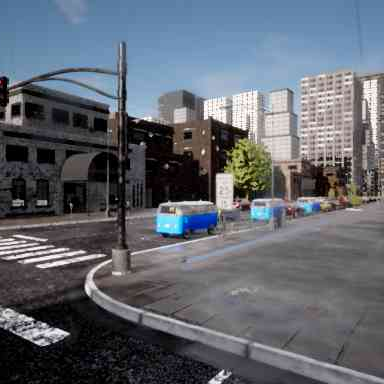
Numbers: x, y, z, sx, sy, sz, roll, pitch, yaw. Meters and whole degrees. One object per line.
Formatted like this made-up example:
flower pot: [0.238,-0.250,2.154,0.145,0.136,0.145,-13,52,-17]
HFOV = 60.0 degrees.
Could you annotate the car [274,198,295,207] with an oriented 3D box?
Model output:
car: [15.161,1.665,54.144,1.887,1.381,4.507,0,0,35]

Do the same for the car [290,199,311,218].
car: [9.355,1.655,31.227,1.887,1.381,4.507,0,0,35]

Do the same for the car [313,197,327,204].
car: [27.726,1.728,72.101,1.752,1.417,4.829,0,0,35]

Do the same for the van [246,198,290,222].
van: [6.190,1.436,26.704,1.690,1.788,3.998,0,0,35]

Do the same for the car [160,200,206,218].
car: [-0.764,1.558,31.383,1.752,1.417,4.829,0,0,35]

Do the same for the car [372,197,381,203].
car: [44.177,1.899,80.995,1.947,1.339,4.313,0,0,35]

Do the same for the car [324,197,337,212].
car: [15.784,1.671,40.416,1.752,1.417,4.829,0,0,35]

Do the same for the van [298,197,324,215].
van: [12.522,1.469,35.752,1.690,1.788,3.998,0,0,35]

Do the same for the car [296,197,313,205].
car: [21.493,1.705,63.192,1.887,1.381,4.507,0,0,35]

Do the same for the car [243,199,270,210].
car: [8.830,1.629,45.096,1.887,1.381,4.507,0,0,35]

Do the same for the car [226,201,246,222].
car: [1.703,1.612,24.783,2.033,1.411,5.357,1,0,35]

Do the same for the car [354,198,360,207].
car: [25.185,1.516,53.850,2.192,1.841,5.009,0,0,35]

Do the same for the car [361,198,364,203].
car: [28.446,1.748,58.513,1.752,1.417,4.829,0,0,35]

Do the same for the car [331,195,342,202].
car: [37.320,1.712,85.813,1.967,1.590,4.097,0,0,35]

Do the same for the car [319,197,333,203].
car: [30.989,1.792,76.765,1.947,1.339,4.313,0,0,35]

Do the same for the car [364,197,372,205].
car: [34.680,1.809,67.422,1.887,1.381,4.507,0,0,35]

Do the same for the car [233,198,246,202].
car: [5.666,1.506,40.572,1.967,1.590,4.097,0,0,35]

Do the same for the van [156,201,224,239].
van: [-0.141,1.407,17.655,1.690,1.788,3.998,0,0,35]

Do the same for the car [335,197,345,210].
car: [18.851,1.729,44.800,1.947,1.339,4.313,0,0,35]

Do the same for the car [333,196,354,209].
car: [22.019,1.497,49.326,2.192,1.841,5.009,0,0,35]
